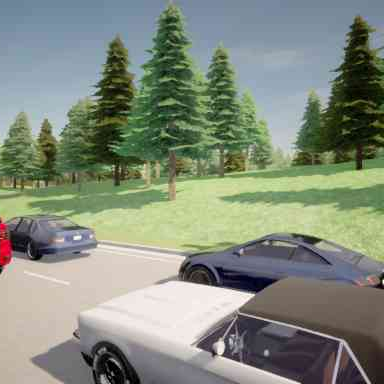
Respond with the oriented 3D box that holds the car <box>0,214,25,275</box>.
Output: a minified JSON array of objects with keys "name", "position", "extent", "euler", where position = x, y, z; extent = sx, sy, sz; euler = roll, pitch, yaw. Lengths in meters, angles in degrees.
[{"name":"car","position":[-7.064,1.221,8.949],"extent":[5.566,2.045,2.150],"euler":[0,0,36]}]

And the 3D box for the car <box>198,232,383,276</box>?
[{"name":"car","position":[1.756,1.564,7.036],"extent":[4.181,1.385,1.994],"euler":[0,0,35]}]

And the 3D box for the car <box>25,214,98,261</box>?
[{"name":"car","position":[-5.802,1.547,12.353],"extent":[5.357,1.411,2.033],"euler":[0,0,35]}]

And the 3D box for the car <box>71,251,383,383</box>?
[{"name":"car","position":[0.907,1.601,3.344],"extent":[4.718,1.301,1.895],"euler":[0,0,35]}]
